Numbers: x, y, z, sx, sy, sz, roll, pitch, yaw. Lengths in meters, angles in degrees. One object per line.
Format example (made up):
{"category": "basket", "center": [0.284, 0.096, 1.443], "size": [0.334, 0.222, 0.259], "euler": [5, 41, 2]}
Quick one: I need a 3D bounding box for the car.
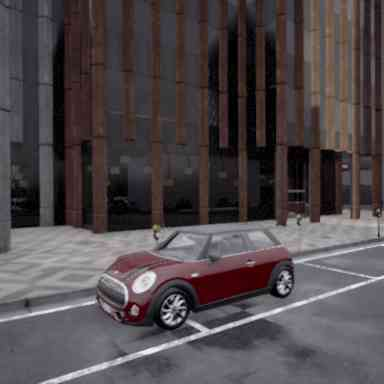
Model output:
{"category": "car", "center": [0.188, 1.424, 6.786], "size": [4.097, 1.590, 1.967], "euler": [0, 0, -36]}
